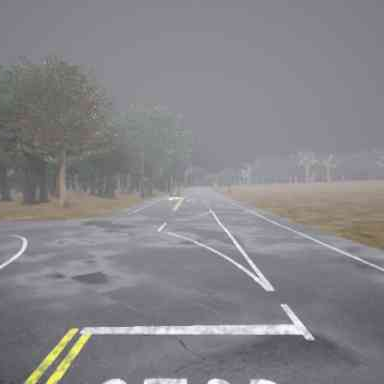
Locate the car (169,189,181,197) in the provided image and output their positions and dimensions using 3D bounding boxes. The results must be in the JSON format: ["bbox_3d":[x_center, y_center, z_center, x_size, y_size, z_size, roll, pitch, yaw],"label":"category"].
[{"bbox_3d":[-3.228,0.238,63.750,2.128,1.511,4.902,0,1,3],"label":"car"}]
